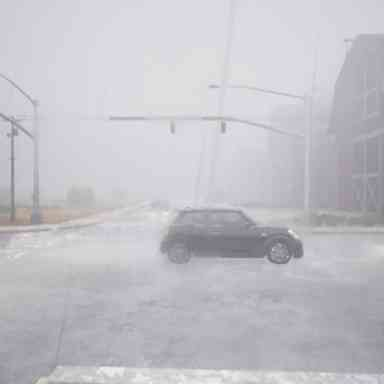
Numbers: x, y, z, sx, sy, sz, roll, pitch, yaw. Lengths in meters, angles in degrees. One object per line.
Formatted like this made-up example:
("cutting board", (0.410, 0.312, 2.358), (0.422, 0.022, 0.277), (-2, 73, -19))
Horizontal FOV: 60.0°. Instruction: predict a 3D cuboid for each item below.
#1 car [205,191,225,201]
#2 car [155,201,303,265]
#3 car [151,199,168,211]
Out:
("car", (4.094, 0.885, 60.557), (1.905, 1.878, 3.866), (-8, 4, -42))
("car", (1.247, 1.297, 11.016), (4.553, 1.767, 2.097), (0, 0, 1))
("car", (-3.576, 1.436, 38.446), (1.895, 1.301, 4.718), (0, 0, 0))
